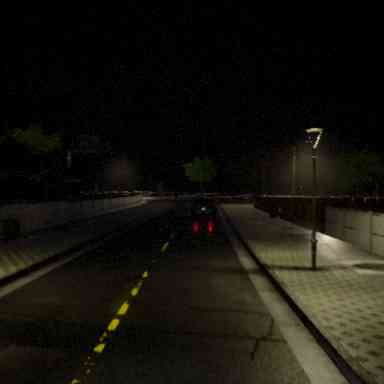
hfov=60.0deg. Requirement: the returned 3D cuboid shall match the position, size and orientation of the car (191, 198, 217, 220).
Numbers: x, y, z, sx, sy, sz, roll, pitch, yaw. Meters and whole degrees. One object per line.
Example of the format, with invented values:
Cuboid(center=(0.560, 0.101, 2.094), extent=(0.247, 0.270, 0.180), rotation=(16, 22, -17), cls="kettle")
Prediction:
Cuboid(center=(0.990, 1.282, 26.967), extent=(2.033, 1.649, 4.856), rotation=(0, 1, 4), cls="car")
